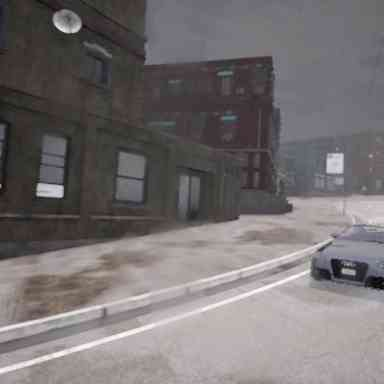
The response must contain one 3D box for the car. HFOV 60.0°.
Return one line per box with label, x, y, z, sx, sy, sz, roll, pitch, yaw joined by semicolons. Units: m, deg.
car;4.781;1.559;8.772;1.994;1.385;4.181;1;1;43
